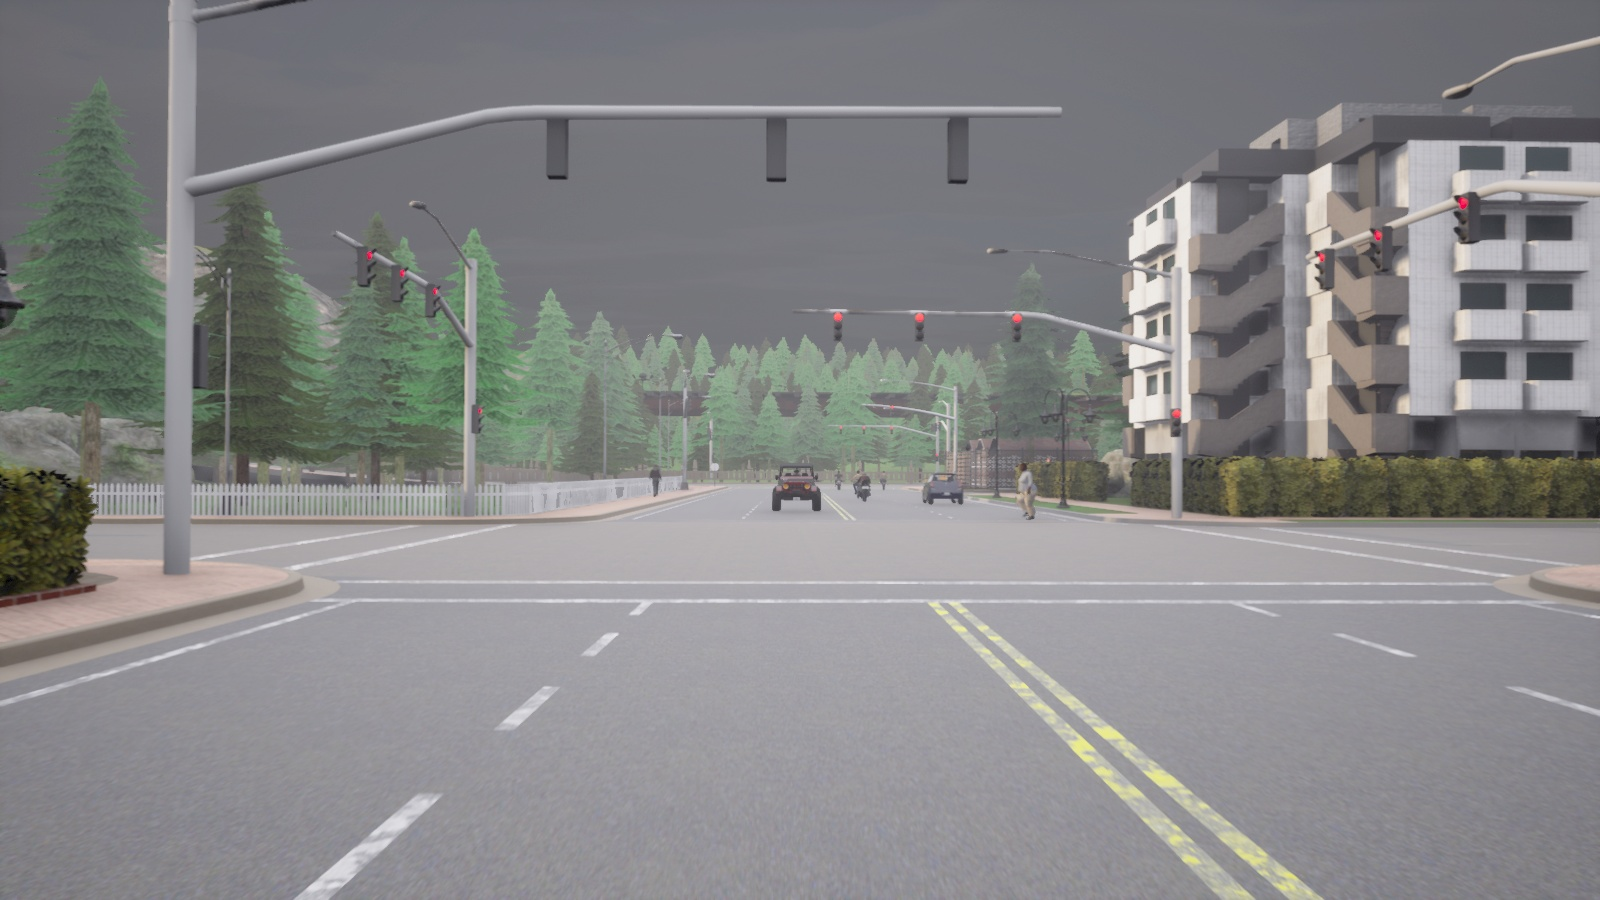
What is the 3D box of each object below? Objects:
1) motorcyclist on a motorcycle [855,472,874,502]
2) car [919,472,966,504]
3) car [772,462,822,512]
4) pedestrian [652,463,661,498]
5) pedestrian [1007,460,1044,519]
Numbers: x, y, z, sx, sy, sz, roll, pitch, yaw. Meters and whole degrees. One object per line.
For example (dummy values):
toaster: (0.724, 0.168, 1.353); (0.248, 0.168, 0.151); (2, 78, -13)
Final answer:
motorcyclist on a motorcycle: (3.342, 1.928, 65.202); (0.866, 1.530, 2.191); (0, -1, 0)
car: (6.853, 1.816, 60.619); (1.845, 1.501, 3.633); (0, -1, 0)
car: (-0.121, 1.440, 49.520); (1.905, 1.878, 3.866); (0, -1, 0)
pedestrian: (-7.687, 1.632, 67.372); (0.376, 1.854, 0.720); (0, -1, -1)
pedestrian: (7.198, 1.246, 40.076); (0.900, 1.855, 0.874); (0, -1, -9)
